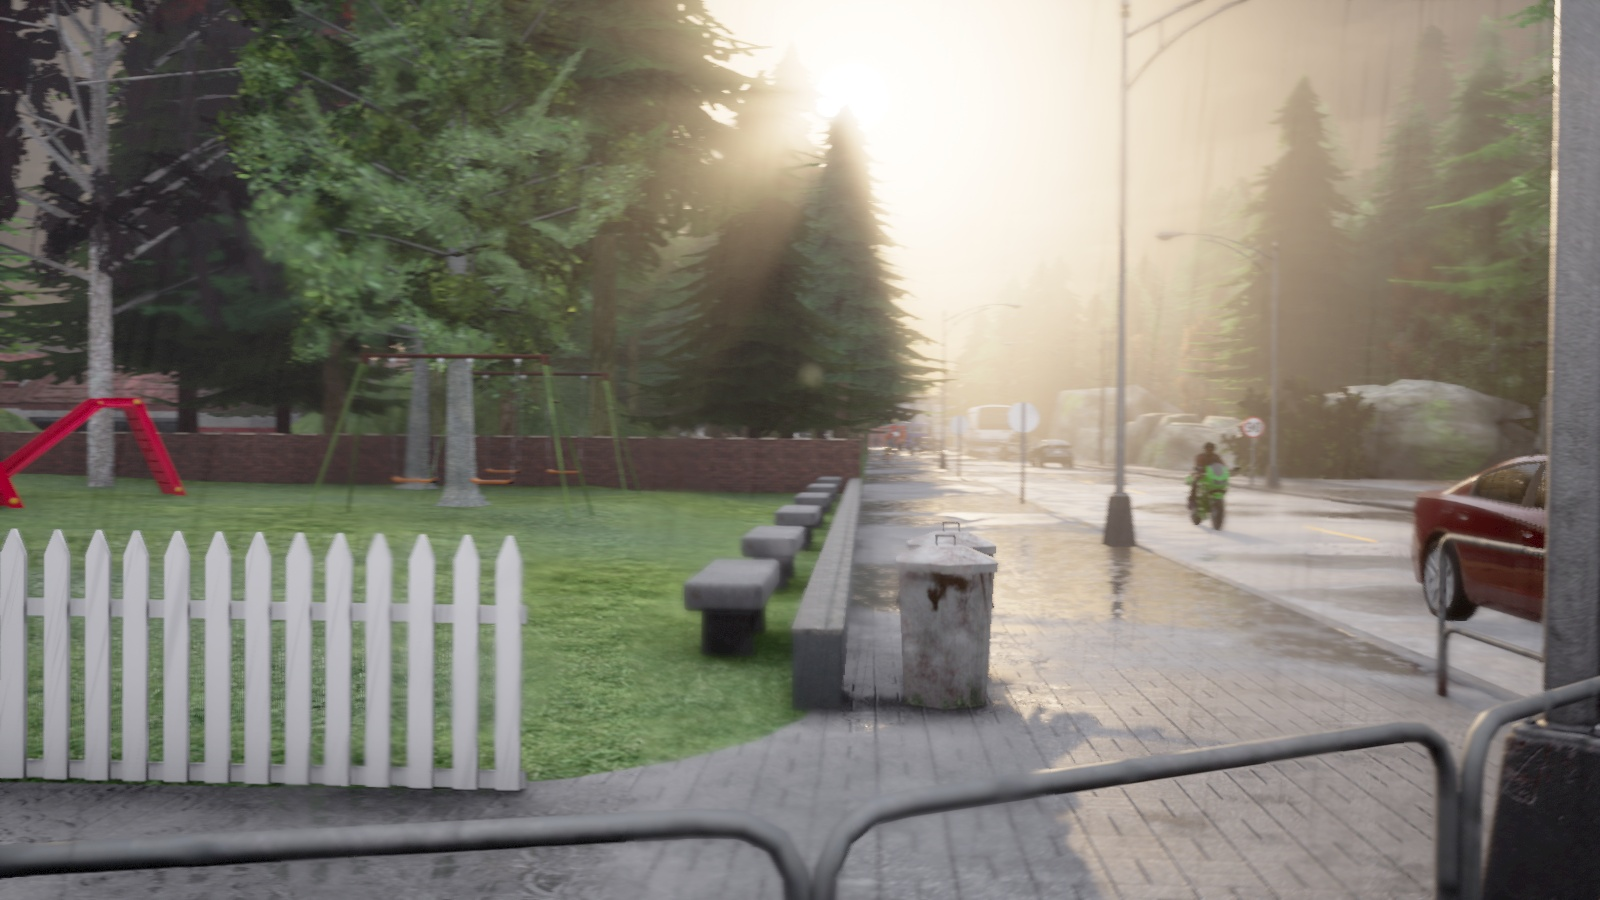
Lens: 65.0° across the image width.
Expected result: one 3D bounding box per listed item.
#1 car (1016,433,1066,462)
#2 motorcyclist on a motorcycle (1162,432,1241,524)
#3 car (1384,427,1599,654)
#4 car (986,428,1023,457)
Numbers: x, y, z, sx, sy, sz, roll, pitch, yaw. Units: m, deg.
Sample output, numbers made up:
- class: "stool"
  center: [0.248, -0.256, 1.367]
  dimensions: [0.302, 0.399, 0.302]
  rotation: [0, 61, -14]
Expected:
- class: "car"
  center: [13.107, -0.168, 68.533]
  dimensions: [2.007, 1.525, 4.514]
  rotation: [-1, 1, 3]
- class: "motorcyclist on a motorcycle"
  center: [6.957, 0.455, 21.852]
  dimensions: [0.797, 1.523, 2.044]
  rotation: [-1, 1, 3]
- class: "car"
  center: [6.390, 0.594, 9.399]
  dimensions: [1.882, 1.535, 5.008]
  rotation: [-1, 1, 3]
- class: "car"
  center: [13.902, -0.497, 85.508]
  dimensions: [1.932, 1.855, 4.605]
  rotation: [-1, -1, 3]
